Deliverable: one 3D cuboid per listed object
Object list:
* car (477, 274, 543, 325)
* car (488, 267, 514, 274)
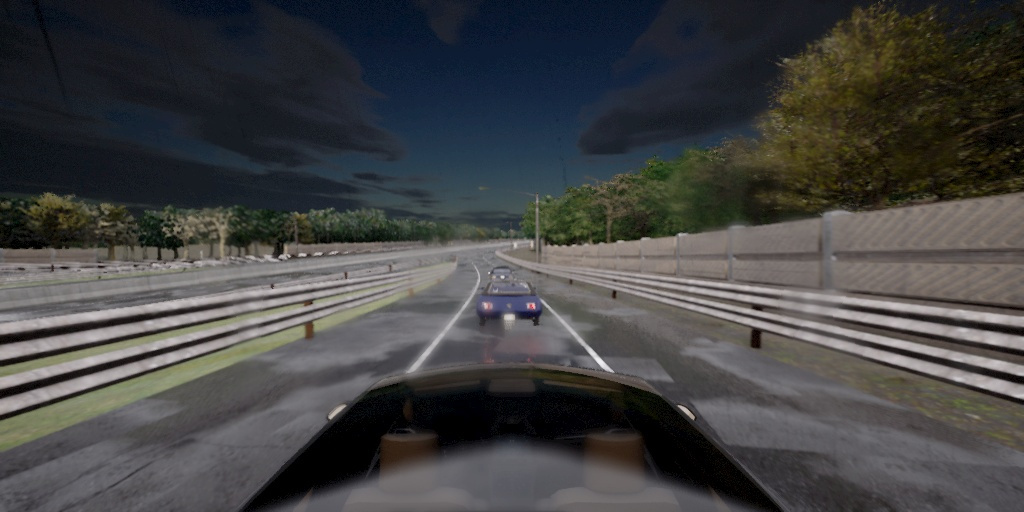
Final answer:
[{"bbox_3d":[-0.111,1.453,12.257,1.895,1.301,4.718,0,-1,-1],"label":"car"},{"bbox_3d":[-0.827,1.550,27.667,2.033,1.411,5.357,0,-1,-3],"label":"car"}]
